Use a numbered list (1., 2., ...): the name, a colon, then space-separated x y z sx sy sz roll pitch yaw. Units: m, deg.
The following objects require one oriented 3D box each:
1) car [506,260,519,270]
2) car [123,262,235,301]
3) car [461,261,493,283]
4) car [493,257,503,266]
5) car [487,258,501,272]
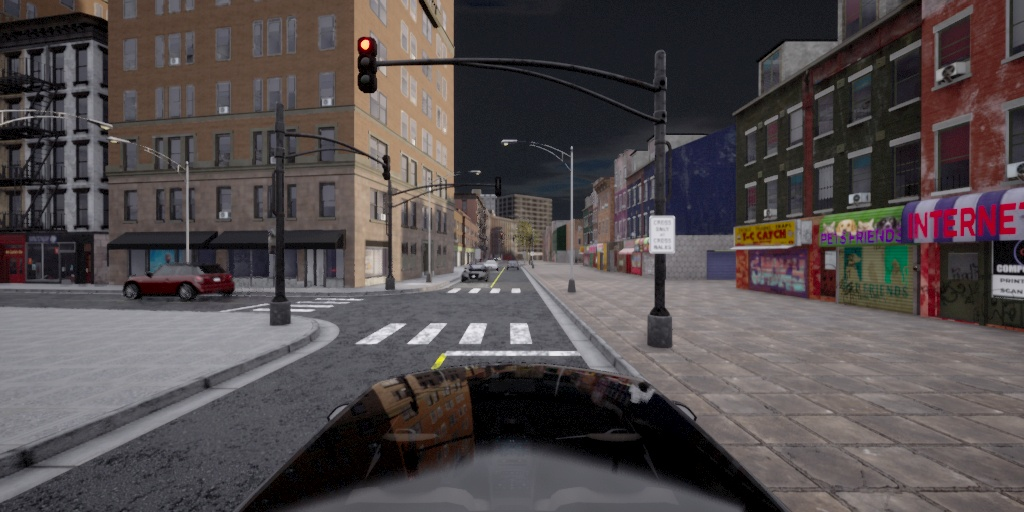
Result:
1. car: 0.102 1.305 52.801 2.033 1.411 5.357 0 0 0
2. car: -16.292 1.174 17.598 4.553 1.767 2.097 0 0 9
3. car: -2.798 1.313 28.174 1.994 1.385 4.181 0 0 0
4. car: -2.628 0.855 62.806 1.882 1.535 5.008 0 0 0
5. car: -2.753 1.281 47.165 1.812 1.442 4.674 0 0 0
